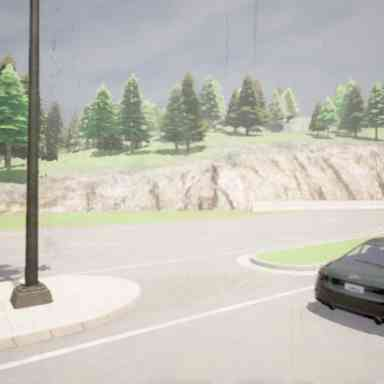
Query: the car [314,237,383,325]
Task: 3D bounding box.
[{"bbox_3d":[4.426,1.633,6.808,4.181,1.385,1.994,1,0,-34],"label":"car"}]
